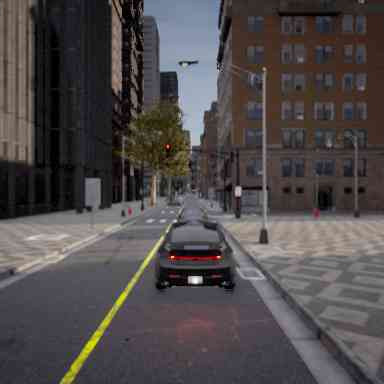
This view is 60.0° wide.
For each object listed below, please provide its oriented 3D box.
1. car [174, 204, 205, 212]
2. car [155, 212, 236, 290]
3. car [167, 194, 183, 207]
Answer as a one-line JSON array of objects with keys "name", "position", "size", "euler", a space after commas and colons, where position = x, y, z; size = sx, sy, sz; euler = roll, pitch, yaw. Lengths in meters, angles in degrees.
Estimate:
[{"name": "car", "position": [0.054, 1.636, 19.285], "size": [2.033, 1.411, 5.357], "euler": [0, 0, 0]}, {"name": "car", "position": [0.079, 1.548, 9.218], "size": [1.837, 1.490, 4.892], "euler": [0, 0, 0]}, {"name": "car", "position": [-3.084, 1.617, 57.637], "size": [2.097, 1.767, 4.553], "euler": [0, 0, 0]}]
